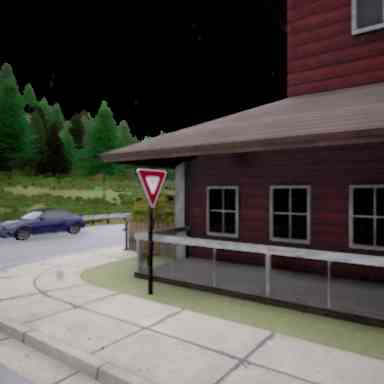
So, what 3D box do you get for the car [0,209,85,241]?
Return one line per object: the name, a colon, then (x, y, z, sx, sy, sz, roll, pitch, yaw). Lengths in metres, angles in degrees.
car: (-7.922, 1.645, 17.708, 1.812, 1.442, 4.674, 0, 0, 36)
